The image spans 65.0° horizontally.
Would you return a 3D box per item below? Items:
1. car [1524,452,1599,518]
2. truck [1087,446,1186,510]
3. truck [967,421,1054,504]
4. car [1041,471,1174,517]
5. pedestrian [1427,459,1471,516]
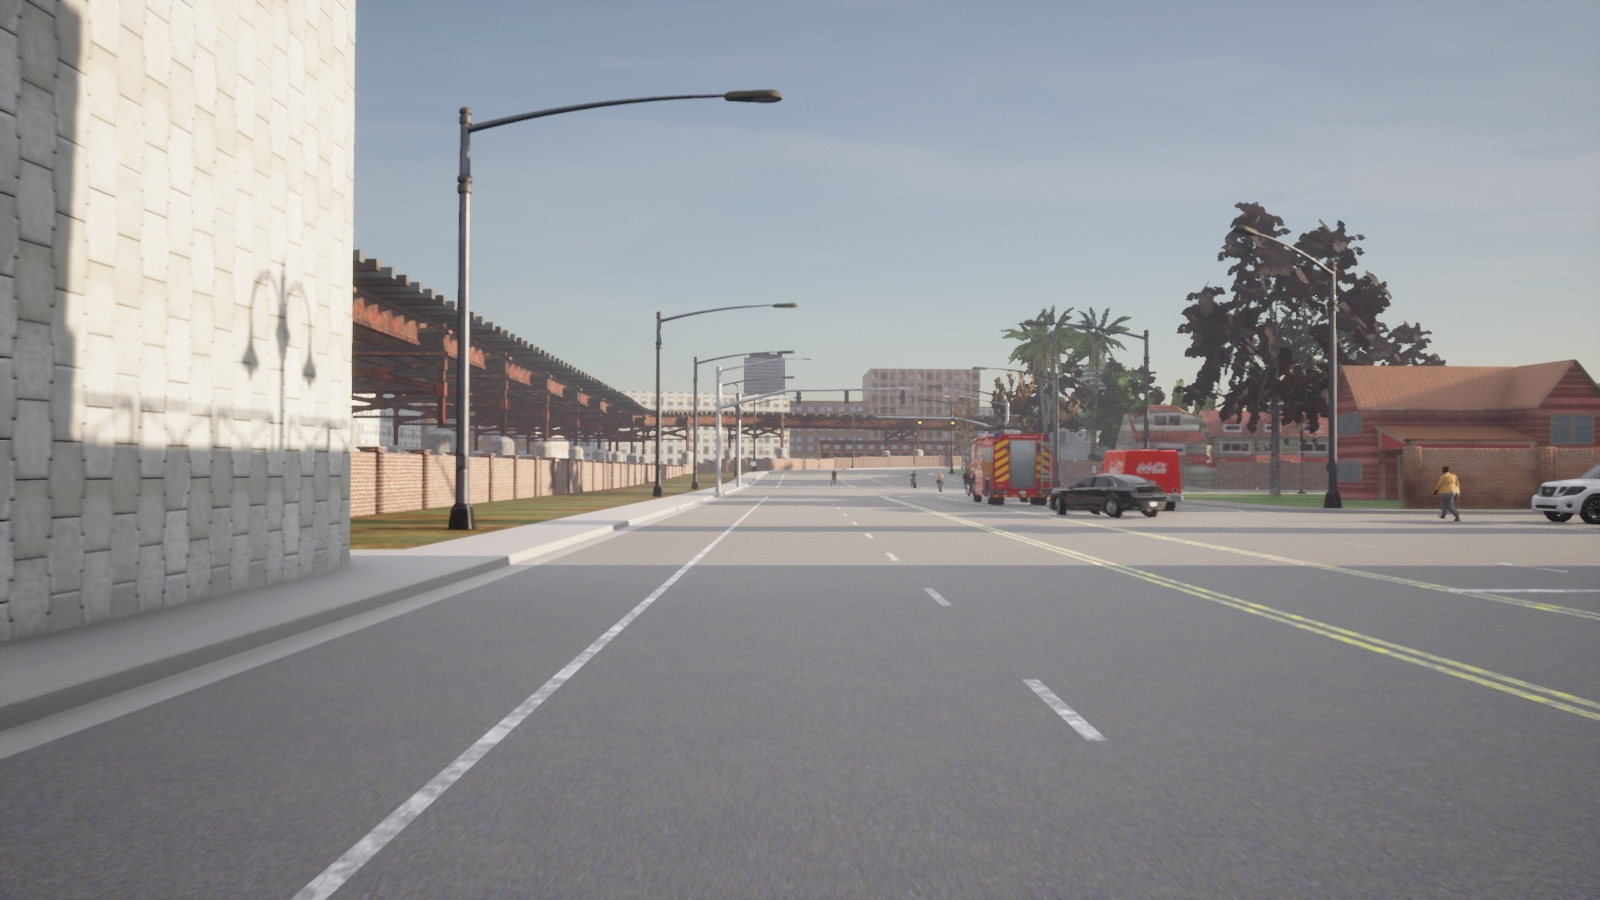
[{"bbox_3d":[26.396,1.095,39.849,5.566,2.045,2.150,0,-1,-1],"label":"car"},{"bbox_3d":[13.800,1.141,51.852,2.627,2.467,5.204,0,-1,0],"label":"truck"},{"bbox_3d":[10.331,0.655,62.520,2.891,3.827,8.468,0,-1,0],"label":"truck"},{"bbox_3d":[10.844,1.523,44.602,1.837,1.490,4.892,-1,-1,-26],"label":"car"},{"bbox_3d":[21.064,1.209,40.778,0.874,1.855,0.900,0,-1,-14],"label":"pedestrian"}]
